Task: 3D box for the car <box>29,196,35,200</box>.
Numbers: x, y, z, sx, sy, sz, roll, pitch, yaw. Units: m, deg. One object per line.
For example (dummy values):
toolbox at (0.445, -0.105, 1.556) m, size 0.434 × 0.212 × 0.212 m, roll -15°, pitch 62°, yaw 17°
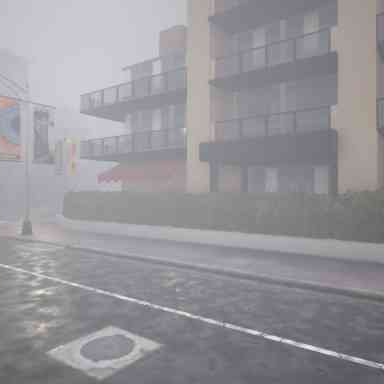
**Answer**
car at (-36.054, 1.481, 72.144) m, size 4.892 × 1.521 × 2.231 m, roll 0°, pitch 0°, yaw 36°
